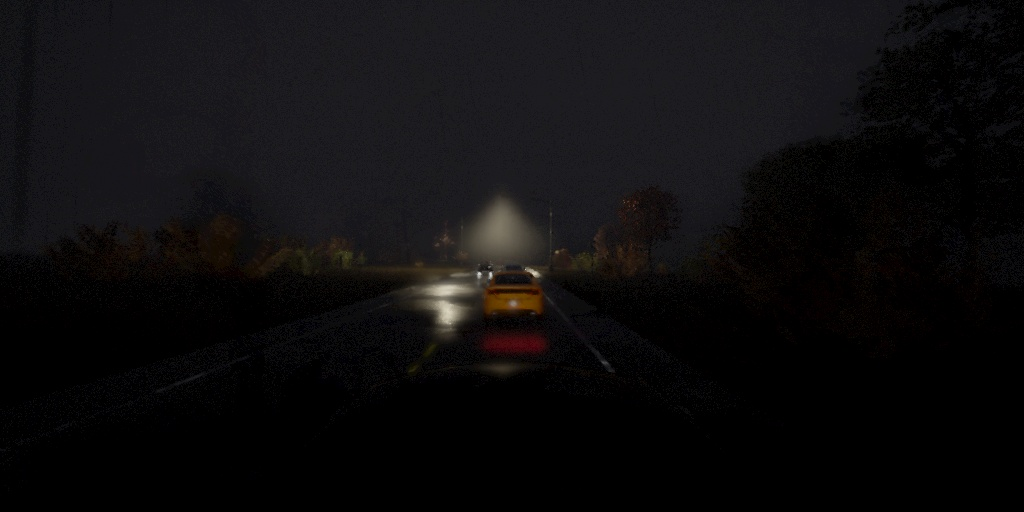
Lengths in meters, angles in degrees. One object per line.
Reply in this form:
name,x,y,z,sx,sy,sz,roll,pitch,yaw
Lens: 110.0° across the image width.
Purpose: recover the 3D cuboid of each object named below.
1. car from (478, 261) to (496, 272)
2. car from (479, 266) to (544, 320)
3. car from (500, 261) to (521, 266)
car,-3.582,1.406,49.379,1.837,1.490,4.892,0,0,0
car,0.070,1.260,12.847,1.882,1.535,5.008,0,-1,0
car,0.075,1.356,28.688,1.812,1.442,4.674,0,0,0
